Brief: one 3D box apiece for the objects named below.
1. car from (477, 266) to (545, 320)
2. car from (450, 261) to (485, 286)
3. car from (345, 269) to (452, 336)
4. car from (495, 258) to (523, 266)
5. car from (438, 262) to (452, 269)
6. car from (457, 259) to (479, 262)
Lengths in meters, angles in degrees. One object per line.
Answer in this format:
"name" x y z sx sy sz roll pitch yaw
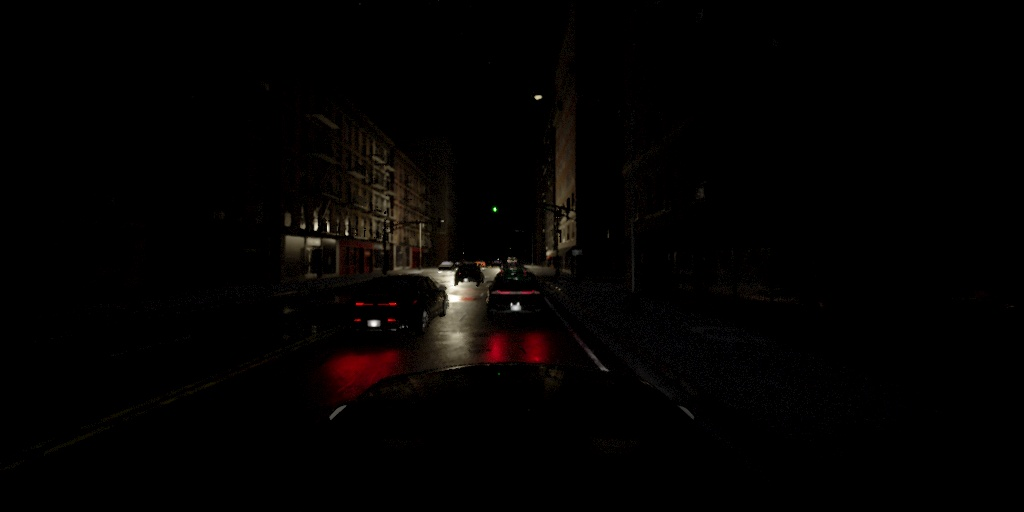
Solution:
"car" 0.104 1.300 12.860 2.128 1.511 4.902 0 0 0
"car" -3.146 1.385 26.850 1.837 1.490 4.892 0 0 0
"car" -3.149 1.301 10.603 1.837 1.490 4.892 0 0 0
"car" 0.106 1.230 26.243 2.097 1.767 4.553 0 0 0
"car" -9.811 1.558 54.249 2.033 1.411 5.357 0 0 0
"car" -6.567 1.488 54.305 1.882 1.535 5.008 0 0 0
